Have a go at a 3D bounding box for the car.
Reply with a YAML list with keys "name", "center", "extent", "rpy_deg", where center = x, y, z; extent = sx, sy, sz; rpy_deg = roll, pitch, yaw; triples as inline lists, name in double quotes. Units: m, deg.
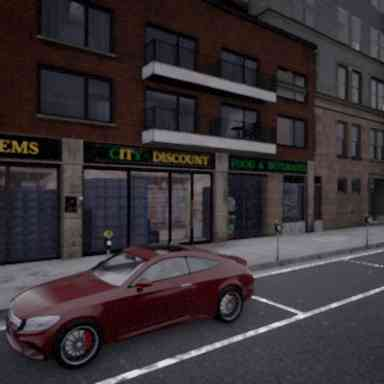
- name: "car"
  center: [-0.745, 1.591, 5.657]
  extent: [4.206, 1.307, 1.802]
  rpy_deg: [0, 0, -35]
